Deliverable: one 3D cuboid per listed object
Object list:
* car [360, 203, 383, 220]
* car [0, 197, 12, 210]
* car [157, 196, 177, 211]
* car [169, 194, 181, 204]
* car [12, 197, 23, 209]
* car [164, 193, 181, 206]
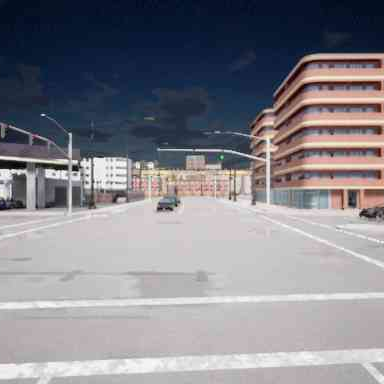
[{"bbox_3d":[16.184,1.555,27.338,4.181,1.385,1.994,0,0,0],"label":"car"},{"bbox_3d":[-23.335,1.283,37.237,4.611,1.667,2.242,0,0,1],"label":"car"},{"bbox_3d":[-3.168,1.534,40.122,2.033,1.411,5.357,0,0,-1],"label":"car"},{"bbox_3d":[-3.338,1.330,64.963,2.097,1.767,4.553,0,0,0],"label":"car"},{"bbox_3d":[-24.055,1.442,42.987,3.806,1.475,1.970,0,0,1],"label":"car"},{"bbox_3d":[-3.270,1.202,50.424,2.150,2.045,5.566,0,0,-1],"label":"car"}]
